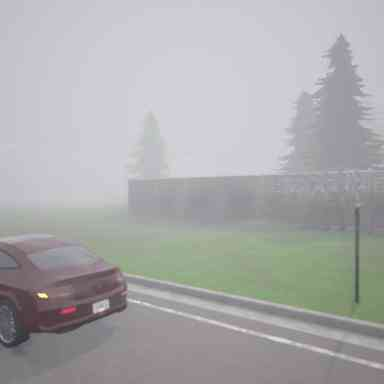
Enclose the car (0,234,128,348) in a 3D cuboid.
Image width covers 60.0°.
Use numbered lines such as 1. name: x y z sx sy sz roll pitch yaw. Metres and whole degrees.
1. car: -3.228 1.541 6.296 4.674 1.442 1.812 0 0 35
